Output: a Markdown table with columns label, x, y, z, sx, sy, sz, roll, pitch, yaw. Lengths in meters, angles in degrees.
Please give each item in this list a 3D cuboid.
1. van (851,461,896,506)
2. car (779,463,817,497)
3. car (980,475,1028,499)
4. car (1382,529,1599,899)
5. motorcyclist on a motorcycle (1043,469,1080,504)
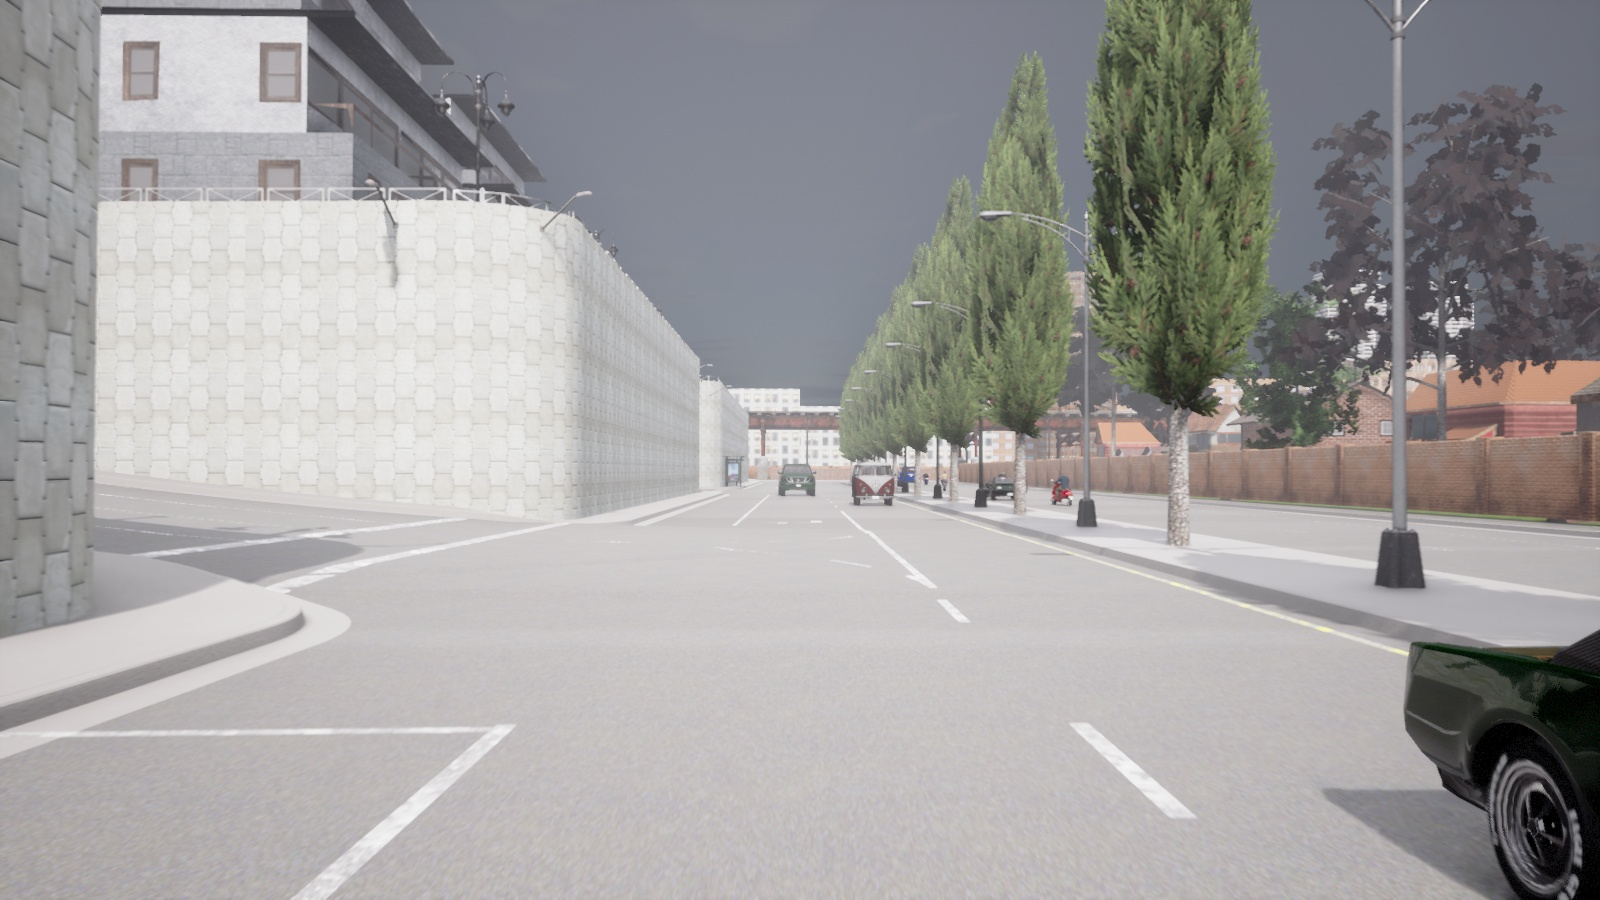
| label | x | y | z | sx | sy | sz | roll | pitch | yaw |
| --- | --- | --- | --- | --- | --- | --- | --- | --- | --- |
| van | 3.346 | 1.518 | 57.556 | 1.775 | 1.987 | 4.442 | 0 | -1 | 0 |
| car | -0.192 | 1.856 | 78.934 | 2.150 | 2.045 | 5.566 | 0 | -1 | -3 |
| car | 11.315 | 2.041 | 69.939 | 1.895 | 1.301 | 4.718 | 0 | -1 | 0 |
| car | 3.491 | 0.953 | 3.099 | 1.895 | 1.301 | 4.718 | 0 | -1 | 0 |
| motorcyclist on a motorcycle | 12.106 | 1.695 | 58.251 | 0.866 | 1.590 | 1.817 | 1 | -1 | -19 |
